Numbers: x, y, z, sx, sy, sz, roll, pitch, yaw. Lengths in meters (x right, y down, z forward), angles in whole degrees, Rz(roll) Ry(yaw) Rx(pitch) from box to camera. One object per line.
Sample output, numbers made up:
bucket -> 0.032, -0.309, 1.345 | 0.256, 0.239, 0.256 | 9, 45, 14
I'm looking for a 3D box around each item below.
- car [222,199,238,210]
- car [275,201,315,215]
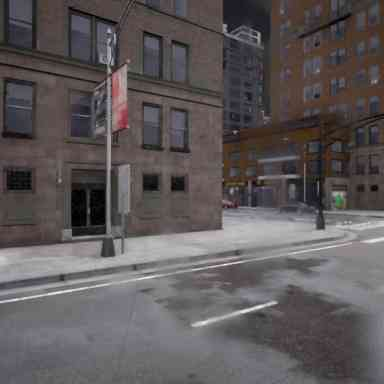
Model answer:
car -> 4.238, 1.594, 43.304 | 1.802, 1.307, 4.206 | 0, 0, -35
car -> 10.593, 1.580, 34.298 | 1.947, 1.339, 4.313 | 0, 0, -35
